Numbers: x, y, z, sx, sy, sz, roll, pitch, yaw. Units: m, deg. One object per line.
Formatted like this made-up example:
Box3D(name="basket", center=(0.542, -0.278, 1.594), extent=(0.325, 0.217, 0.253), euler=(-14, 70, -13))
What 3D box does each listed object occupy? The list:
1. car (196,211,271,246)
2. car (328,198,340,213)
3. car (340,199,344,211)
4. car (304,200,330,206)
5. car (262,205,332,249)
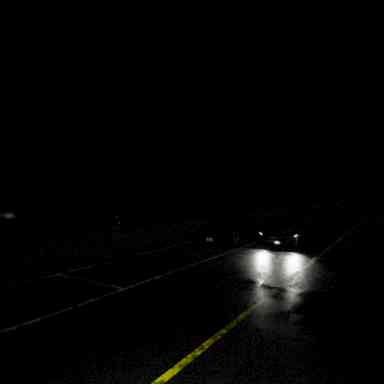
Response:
Box3D(name="car", center=(1.865, 1.566, 15.398), extent=(1.947, 1.339, 4.313), euler=(0, 0, 32))
Box3D(name="car", center=(13.571, 1.566, 34.144), extent=(1.947, 1.339, 4.313), euler=(0, 0, 32))
Box3D(name="car", center=(16.497, 1.441, 38.830), extent=(1.967, 1.590, 4.097), euler=(0, 0, 32))
Box3D(name="car", center=(10.644, 1.582, 29.458), extent=(1.802, 1.307, 4.206), euler=(0, 0, 32))
Box3D(name="car", center=(4.658, 1.547, 15.020), extent=(2.033, 1.411, 5.357), euler=(0, 0, 32))
